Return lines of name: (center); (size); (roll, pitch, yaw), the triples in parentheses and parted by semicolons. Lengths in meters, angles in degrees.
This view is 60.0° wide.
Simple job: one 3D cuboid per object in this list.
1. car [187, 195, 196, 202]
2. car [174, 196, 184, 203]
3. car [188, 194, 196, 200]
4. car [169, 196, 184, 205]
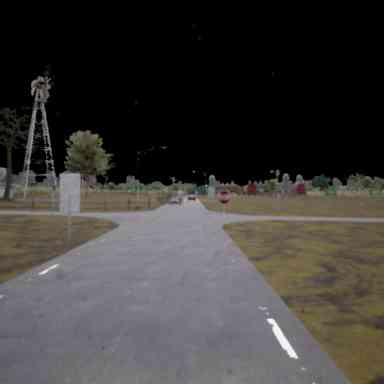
car: (-0.027, 1.419, 76.813); (1.882, 1.535, 5.008); (0, 0, 0)
car: (-2.775, 1.543, 70.705); (1.895, 1.301, 4.718); (0, 0, 0)
car: (-0.031, 1.339, 87.239); (1.994, 1.385, 4.181); (0, 0, 0)
car: (-2.820, 1.516, 56.003); (1.994, 1.385, 4.181); (0, 0, 0)
